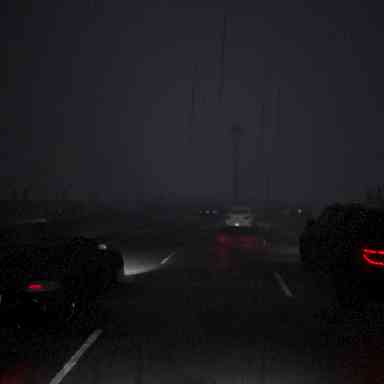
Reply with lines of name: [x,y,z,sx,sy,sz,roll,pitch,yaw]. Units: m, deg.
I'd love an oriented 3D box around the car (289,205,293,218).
car: [10.599,1.739,32.156,1.994,1.385,4.181,0,0,23]

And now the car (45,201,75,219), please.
car: [-11.972,1.677,32.254,1.882,1.535,5.008,0,0,19]

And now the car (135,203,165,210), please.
car: [-4.079,1.769,33.552,1.994,1.385,4.181,0,0,21]

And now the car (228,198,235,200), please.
car: [8.358,1.987,68.080,2.128,1.511,4.902,-1,-1,41]

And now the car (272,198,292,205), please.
car: [18.578,1.902,68.751,1.895,1.301,4.718,-1,-1,44]

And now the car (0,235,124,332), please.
car: [-2.884,1.598,7.073,1.994,1.385,4.181,0,0,5]

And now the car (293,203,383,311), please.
car: [4.165,1.272,7.930,2.150,2.045,5.566,0,0,6]

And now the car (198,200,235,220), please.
car: [2.168,1.722,29.998,2.033,1.411,5.357,0,0,20]

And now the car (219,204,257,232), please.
car: [3.122,1.646,21.193,1.812,1.442,4.674,0,0,14]

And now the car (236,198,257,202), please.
car: [11.422,1.936,66.223,2.128,1.511,4.902,-1,-1,41]

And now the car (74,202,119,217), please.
car: [-8.633,1.754,31.209,1.994,1.385,4.181,0,0,19]

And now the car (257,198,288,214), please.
car: [9.448,1.763,38.168,2.033,1.411,5.357,0,0,27]
